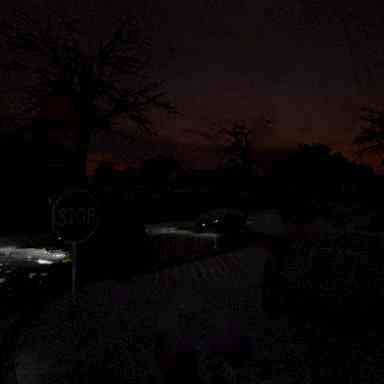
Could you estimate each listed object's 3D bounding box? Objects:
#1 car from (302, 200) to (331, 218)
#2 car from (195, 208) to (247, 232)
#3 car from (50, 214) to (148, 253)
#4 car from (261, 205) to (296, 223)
[{"bbox_3d":[15.285,1.967,40.526,2.150,2.045,5.566,1,0,37],"label":"car"},{"bbox_3d":[2.108,1.819,22.599,1.812,1.442,4.674,1,0,36],"label":"car"},{"bbox_3d":[-3.903,1.675,14.496,1.994,1.385,4.181,1,0,39],"label":"car"},{"bbox_3d":[8.051,1.993,30.710,1.837,1.490,4.892,1,0,36],"label":"car"}]
